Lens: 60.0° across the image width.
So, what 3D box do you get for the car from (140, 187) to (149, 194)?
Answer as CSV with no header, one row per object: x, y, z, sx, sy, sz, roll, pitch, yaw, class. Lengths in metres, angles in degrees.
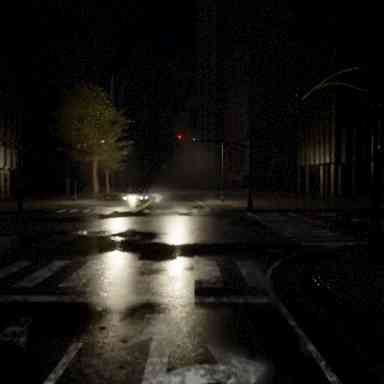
-10.169,-0.318,70.738,2.128,1.511,4.902,0,1,-9,car

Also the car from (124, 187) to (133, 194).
-13.383,-0.307,70.255,2.128,1.511,4.902,0,1,-9,car
